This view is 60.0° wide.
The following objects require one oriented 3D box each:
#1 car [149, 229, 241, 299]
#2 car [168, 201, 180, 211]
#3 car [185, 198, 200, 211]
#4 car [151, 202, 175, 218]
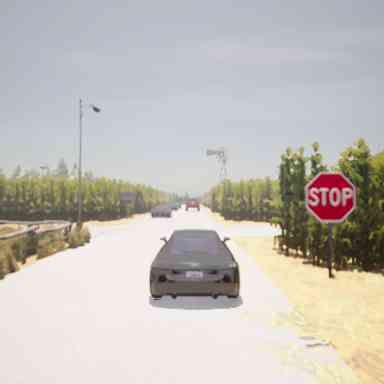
[{"bbox_3d":[0.077,1.645,8.670,1.994,1.385,4.181,0,-1,1],"label":"car"},{"bbox_3d":[-3.176,2.190,50.990,1.837,1.490,4.892,0,-1,0],"label":"car"},{"bbox_3d":[0.113,1.964,53.430,2.150,2.045,5.566,0,-2,0],"label":"car"},{"bbox_3d":[-3.189,2.047,35.355,1.994,1.385,4.181,0,-1,0],"label":"car"}]
